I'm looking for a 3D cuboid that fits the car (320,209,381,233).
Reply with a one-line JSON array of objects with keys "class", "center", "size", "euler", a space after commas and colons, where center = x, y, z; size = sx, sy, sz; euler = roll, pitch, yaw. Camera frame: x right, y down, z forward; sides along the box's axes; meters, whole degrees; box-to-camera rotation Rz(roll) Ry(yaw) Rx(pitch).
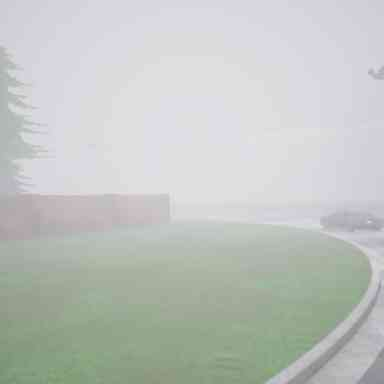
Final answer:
[{"class": "car", "center": [10.044, 1.765, 21.364], "size": [1.994, 1.385, 4.181], "euler": [-1, -1, -8]}]
